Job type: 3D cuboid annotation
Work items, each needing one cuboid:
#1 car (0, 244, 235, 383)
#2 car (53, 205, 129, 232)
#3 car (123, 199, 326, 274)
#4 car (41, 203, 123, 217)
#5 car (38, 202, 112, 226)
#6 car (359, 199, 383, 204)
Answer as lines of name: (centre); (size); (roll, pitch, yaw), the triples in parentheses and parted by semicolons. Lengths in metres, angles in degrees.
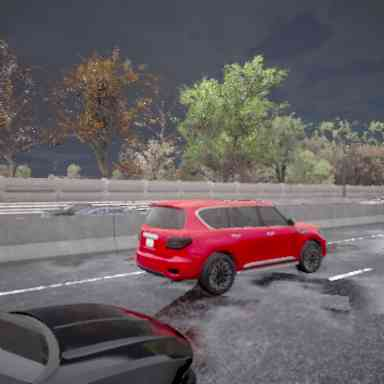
car: (-2.239, 1.478, 2.149); (5.008, 1.535, 1.882); (0, 0, -35)
car: (-6.314, 1.563, 20.984); (4.181, 1.385, 1.994); (0, 0, -35)
car: (1.246, 1.220, 8.940); (5.566, 2.045, 2.150); (0, 0, -35)
car: (-5.028, 1.491, 17.602); (4.902, 1.511, 2.128); (0, 0, -35)
car: (-8.307, 1.525, 23.845); (4.674, 1.442, 1.812); (0, 0, -36)
car: (26.291, 1.644, 48.484); (4.718, 1.301, 1.895); (0, 0, -35)
